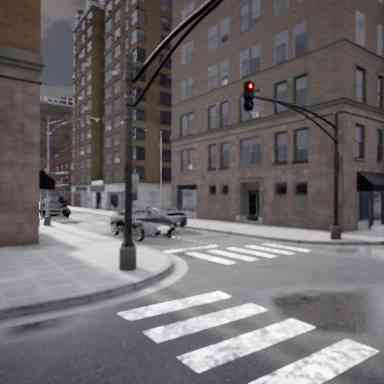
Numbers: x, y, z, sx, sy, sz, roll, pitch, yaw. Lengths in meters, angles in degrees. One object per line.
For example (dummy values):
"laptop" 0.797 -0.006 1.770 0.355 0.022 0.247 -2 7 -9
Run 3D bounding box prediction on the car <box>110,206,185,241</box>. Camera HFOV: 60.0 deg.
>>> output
"car" -2.753 1.644 17.701 2.128 1.511 4.902 1 -1 -36

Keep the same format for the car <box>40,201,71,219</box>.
"car" -13.352 1.862 32.449 1.895 1.301 4.718 1 -1 -36

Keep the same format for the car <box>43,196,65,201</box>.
"car" -18.636 1.580 44.750 2.150 2.045 5.566 1 0 -36

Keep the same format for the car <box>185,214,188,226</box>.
"car" -2.199 1.684 21.838 2.128 1.511 4.902 1 -1 -35
